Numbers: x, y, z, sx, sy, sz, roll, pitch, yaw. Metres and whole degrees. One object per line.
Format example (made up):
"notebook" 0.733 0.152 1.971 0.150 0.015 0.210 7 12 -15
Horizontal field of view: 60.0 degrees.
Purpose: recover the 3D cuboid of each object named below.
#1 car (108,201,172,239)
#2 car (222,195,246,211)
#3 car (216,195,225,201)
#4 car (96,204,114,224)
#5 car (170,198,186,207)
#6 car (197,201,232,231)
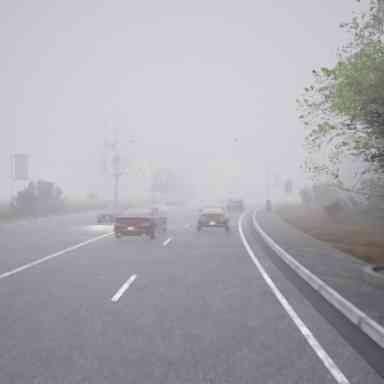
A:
"car" -2.489 1.471 17.267 1.882 1.535 5.008 0 0 5
"car" 5.474 1.504 40.906 2.128 1.511 4.902 0 0 15
"car" 6.221 1.354 64.121 2.097 1.767 4.553 0 0 24
"car" -5.352 1.548 24.174 1.994 1.385 4.181 0 0 9
"car" -2.514 1.579 51.407 1.895 1.301 4.718 0 0 19
"car" 1.386 1.528 20.444 1.812 1.442 4.674 0 0 7
